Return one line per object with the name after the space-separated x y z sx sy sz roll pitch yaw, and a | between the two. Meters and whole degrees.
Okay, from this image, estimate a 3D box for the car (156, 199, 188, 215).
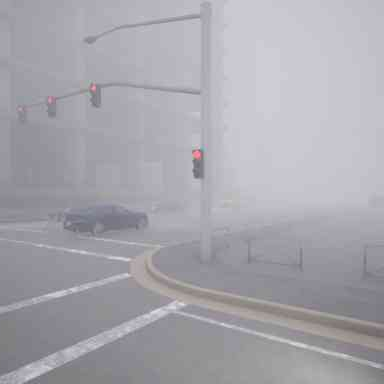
-2.329 1.435 33.901 2.128 1.511 4.902 0 0 35 | car

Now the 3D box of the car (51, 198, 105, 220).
-8.343 1.295 25.419 2.097 1.767 4.553 0 0 36 | car

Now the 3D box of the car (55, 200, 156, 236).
-4.551 1.421 18.249 1.882 1.535 5.008 0 0 37 | car

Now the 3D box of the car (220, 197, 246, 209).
5.603 1.421 45.069 1.882 1.535 5.008 0 0 36 | car
